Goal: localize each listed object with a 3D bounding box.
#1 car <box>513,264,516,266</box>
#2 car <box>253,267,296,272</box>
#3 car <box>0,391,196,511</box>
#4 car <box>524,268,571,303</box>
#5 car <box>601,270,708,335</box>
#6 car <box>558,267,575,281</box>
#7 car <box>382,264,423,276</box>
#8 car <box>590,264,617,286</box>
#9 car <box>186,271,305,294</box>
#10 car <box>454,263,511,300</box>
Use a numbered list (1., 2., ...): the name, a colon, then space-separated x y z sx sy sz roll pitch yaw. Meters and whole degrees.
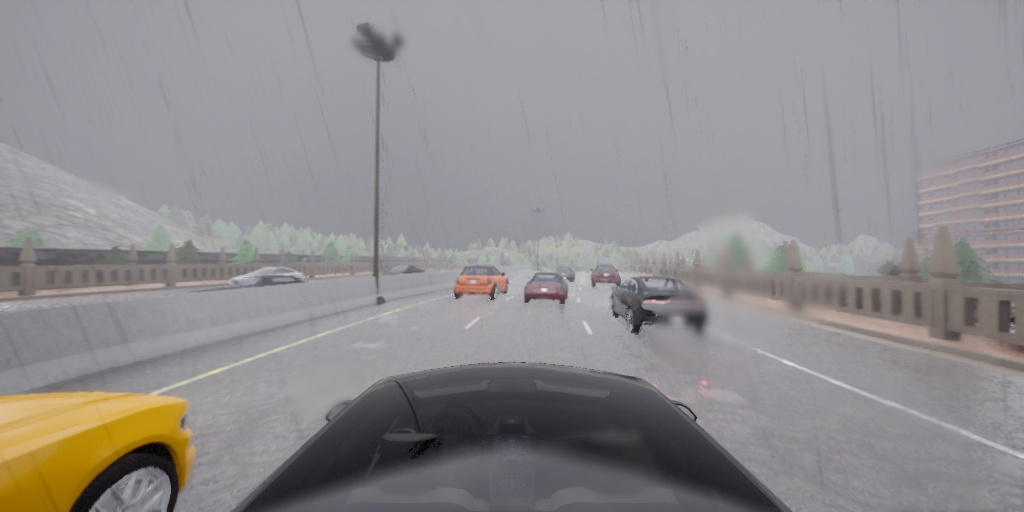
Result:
1. car: -0.350 2.006 61.535 1.895 1.301 4.718 0 -1 11
2. car: -15.390 1.401 22.836 1.812 1.442 4.674 0 -1 10
3. car: -3.289 1.193 0.616 1.882 1.535 5.008 0 -1 -1
4. car: 1.779 1.504 18.028 1.994 1.385 4.181 0 -1 10
5. car: 4.258 1.373 11.058 2.128 1.511 4.902 0 -1 6
6. car: 5.110 1.714 35.109 1.994 1.385 4.181 0 -1 11
7. car: -9.878 1.498 32.635 1.882 1.535 5.008 0 -1 12
8. car: 7.417 1.449 28.821 2.097 1.767 4.553 0 -1 11
9. car: -9.712 1.417 13.928 1.895 1.301 4.718 0 -1 7
10. car: -1.512 1.285 19.434 2.097 1.767 4.553 0 -1 10
